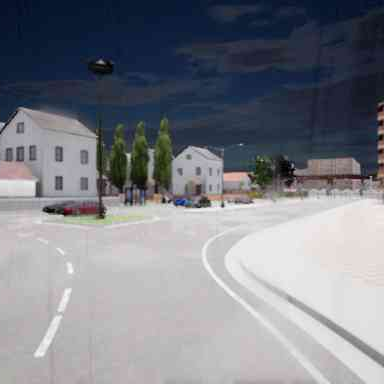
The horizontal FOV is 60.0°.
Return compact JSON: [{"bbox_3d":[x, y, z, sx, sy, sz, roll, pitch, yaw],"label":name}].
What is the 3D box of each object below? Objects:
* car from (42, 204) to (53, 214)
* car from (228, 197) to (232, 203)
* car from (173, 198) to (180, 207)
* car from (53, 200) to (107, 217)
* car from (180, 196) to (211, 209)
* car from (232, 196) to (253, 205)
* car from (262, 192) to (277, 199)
[{"bbox_3d":[-12.397,1.496,32.687,1.994,1.385,4.181,0,0,42],"label":"car"},{"bbox_3d":[8.622,1.484,65.532,2.128,1.511,4.902,0,0,31],"label":"car"},{"bbox_3d":[-0.951,1.442,49.454,1.882,1.535,5.008,0,0,31],"label":"car"},{"bbox_3d":[-9.908,1.507,30.266,1.994,1.385,4.181,0,0,42],"label":"car"},{"bbox_3d":[0.817,1.325,45.580,2.097,1.767,4.553,0,0,31],"label":"car"},{"bbox_3d":[9.446,1.560,60.119,1.994,1.385,4.181,0,0,31],"label":"car"},{"bbox_3d":[17.123,0.889,73.048,2.150,2.045,5.566,0,0,31],"label":"car"}]
